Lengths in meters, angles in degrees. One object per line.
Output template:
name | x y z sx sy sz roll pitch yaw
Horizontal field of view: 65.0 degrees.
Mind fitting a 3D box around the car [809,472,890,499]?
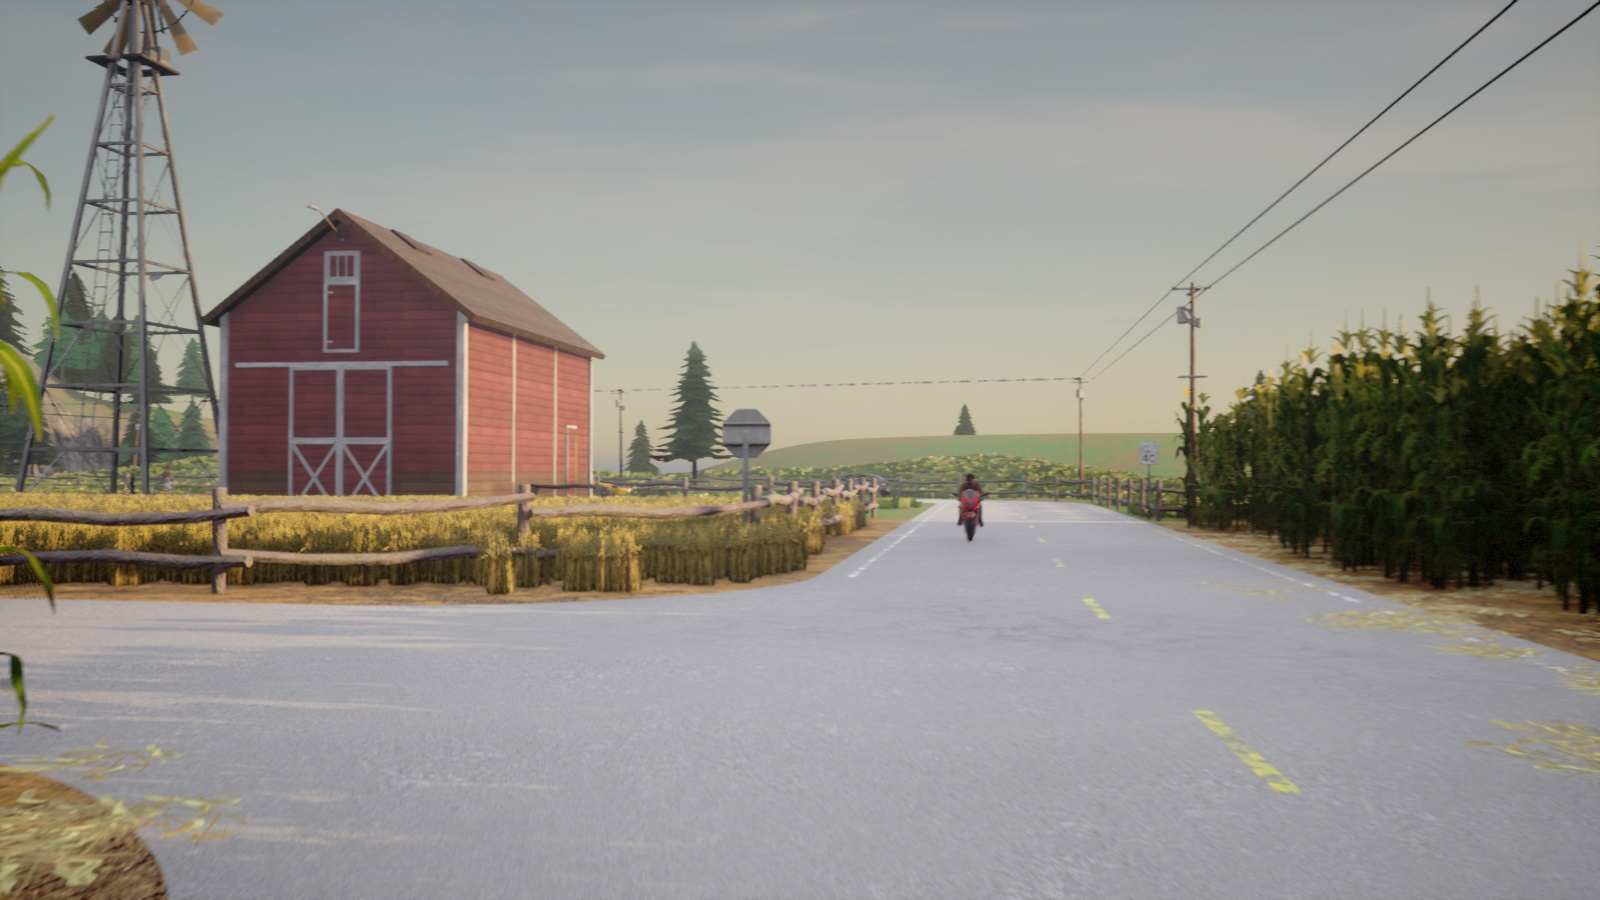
car | 2.768 1.985 69.897 4.193 1.474 1.816 -1 -1 15

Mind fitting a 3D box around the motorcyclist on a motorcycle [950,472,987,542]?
motorcyclist on a motorcycle | 3.830 1.254 28.399 0.797 1.523 2.044 0 -1 9

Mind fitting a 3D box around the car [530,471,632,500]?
car | -12.256 1.992 70.318 5.366 1.575 1.801 -1 -1 14
